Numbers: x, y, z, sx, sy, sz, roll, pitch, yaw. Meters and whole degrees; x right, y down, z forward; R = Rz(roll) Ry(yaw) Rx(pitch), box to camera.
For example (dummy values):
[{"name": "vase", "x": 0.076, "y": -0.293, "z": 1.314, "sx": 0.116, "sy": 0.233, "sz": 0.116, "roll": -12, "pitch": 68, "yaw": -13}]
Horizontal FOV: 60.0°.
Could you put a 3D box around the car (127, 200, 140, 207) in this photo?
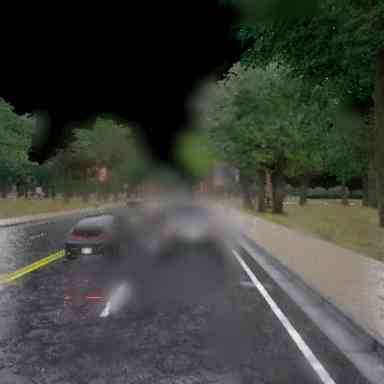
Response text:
[{"name": "car", "x": -9.780, "y": 1.995, "z": 57.058, "sx": 1.895, "sy": 1.301, "sz": 4.718, "roll": 0, "pitch": -1, "yaw": 1}]

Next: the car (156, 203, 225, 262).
[{"name": "car", "x": 0.051, "y": 1.399, "z": 12.545, "sx": 2.097, "sy": 1.767, "sz": 4.553, "roll": 0, "pitch": 0, "yaw": 1}]

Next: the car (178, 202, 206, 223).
[{"name": "car", "x": 0.056, "y": 1.624, "z": 27.623, "sx": 2.128, "sy": 1.511, "sz": 4.902, "roll": 0, "pitch": 0, "yaw": 1}]

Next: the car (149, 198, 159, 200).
[{"name": "car", "x": -6.537, "y": 1.747, "z": 57.181, "sx": 2.097, "sy": 1.767, "sz": 4.553, "roll": 0, "pitch": -1, "yaw": 0}]

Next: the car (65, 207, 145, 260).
[{"name": "car", "x": -3.199, "y": 1.554, "z": 12.627, "sx": 1.837, "sy": 1.490, "sz": 4.892, "roll": 0, "pitch": 0, "yaw": 1}]

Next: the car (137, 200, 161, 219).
[{"name": "car", "x": -3.187, "y": 1.662, "z": 28.294, "sx": 1.812, "sy": 1.442, "sz": 4.674, "roll": 0, "pitch": 0, "yaw": 1}]
